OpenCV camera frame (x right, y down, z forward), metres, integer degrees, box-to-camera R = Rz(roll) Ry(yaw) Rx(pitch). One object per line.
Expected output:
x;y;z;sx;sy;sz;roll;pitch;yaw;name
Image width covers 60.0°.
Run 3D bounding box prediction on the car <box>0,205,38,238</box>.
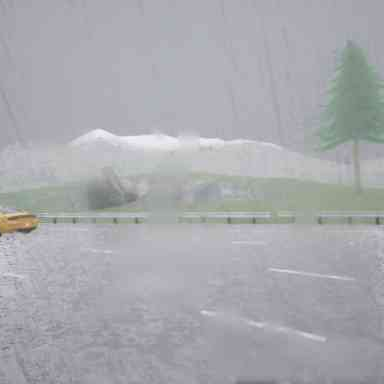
-10.254;1.443;16.957;5.008;1.535;1.882;-1;0;21;car
